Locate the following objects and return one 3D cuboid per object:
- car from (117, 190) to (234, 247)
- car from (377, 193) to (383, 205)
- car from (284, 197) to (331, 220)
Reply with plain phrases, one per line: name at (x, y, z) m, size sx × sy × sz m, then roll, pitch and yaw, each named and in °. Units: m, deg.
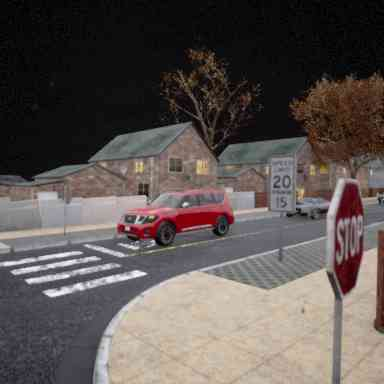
car at (-0.460, 0.944, 14.290) m, size 2.150 × 2.045 × 5.566 m, roll 2°, pitch 2°, yaw 44°
car at (21.165, 0.589, 35.041) m, size 4.892 × 1.490 × 1.837 m, roll -1°, pitch 2°, yaw -43°
car at (8.027, 1.031, 22.504) m, size 4.181 × 1.385 × 1.994 m, roll -2°, pitch 2°, yaw -44°
